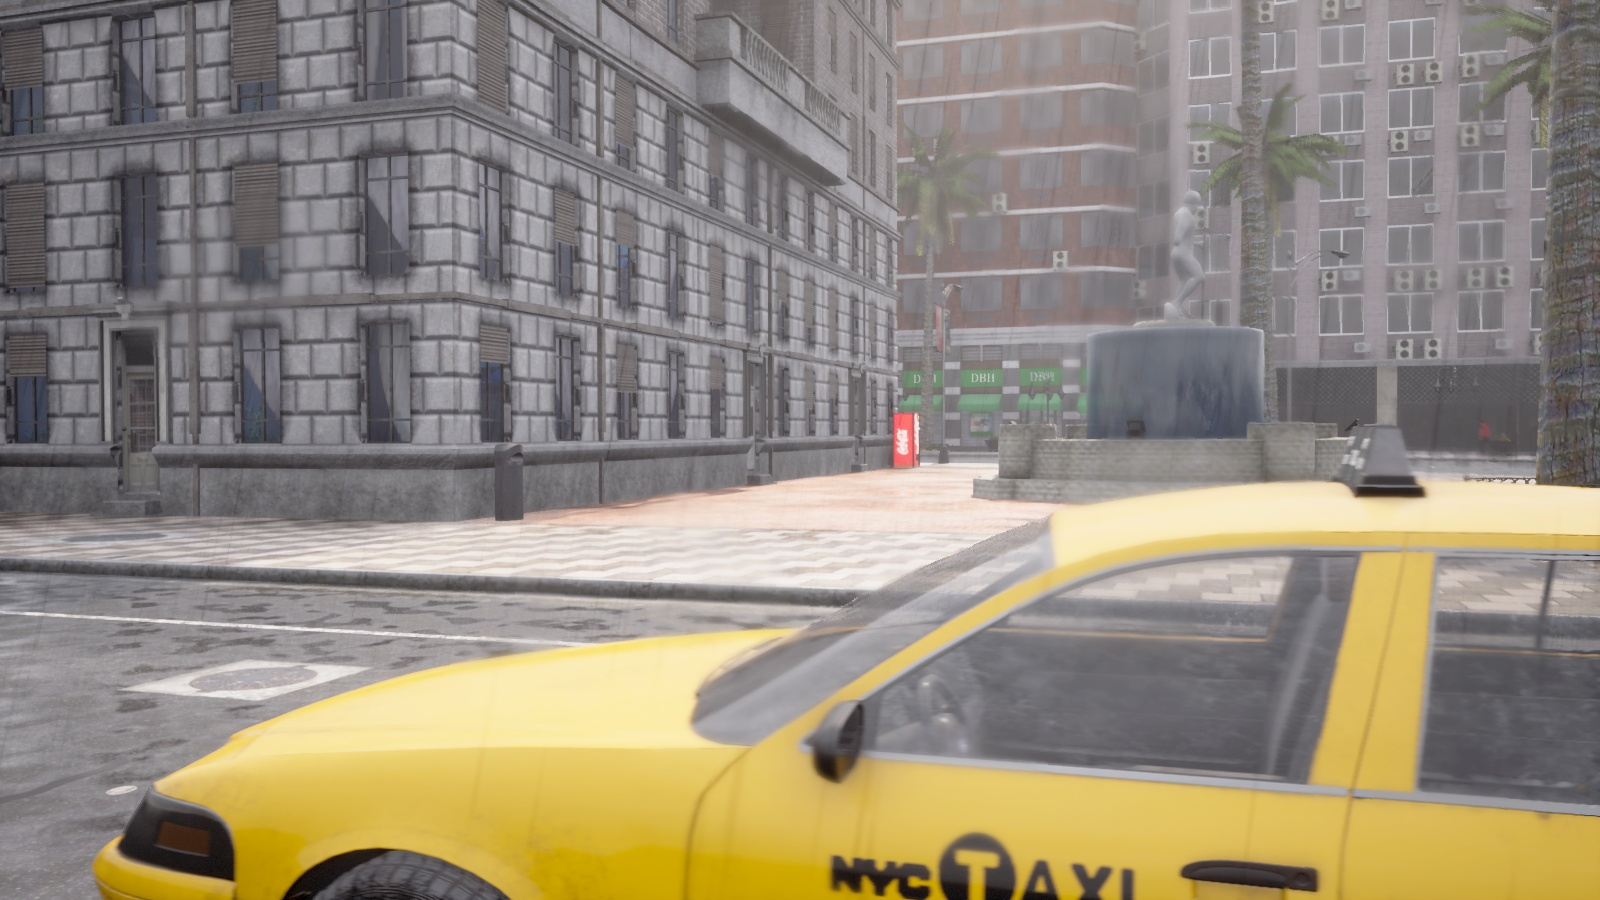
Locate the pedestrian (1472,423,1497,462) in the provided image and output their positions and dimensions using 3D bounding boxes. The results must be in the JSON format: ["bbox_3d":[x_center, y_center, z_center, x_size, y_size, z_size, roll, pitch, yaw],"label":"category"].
[{"bbox_3d":[33.203,-0.368,60.917,0.899,1.844,0.634,1,1,43],"label":"pedestrian"}]

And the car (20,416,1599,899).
[{"bbox_3d":[1.106,0.724,2.800,5.366,1.575,1.801,0,1,18],"label":"car"}]
